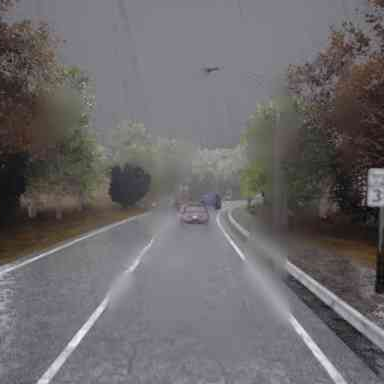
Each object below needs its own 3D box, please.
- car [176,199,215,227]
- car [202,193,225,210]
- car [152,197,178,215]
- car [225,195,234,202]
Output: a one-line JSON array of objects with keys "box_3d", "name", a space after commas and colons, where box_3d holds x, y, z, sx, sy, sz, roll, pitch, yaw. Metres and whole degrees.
[{"box_3d": [0.260, 1.485, 22.370, 2.033, 1.411, 5.357, 0, 1, 1], "name": "car"}, {"box_3d": [2.523, 1.190, 42.930, 2.150, 2.045, 5.566, 1, 0, 11], "name": "car"}, {"box_3d": [-2.555, 1.282, 33.614, 2.097, 1.767, 4.553, 1, 0, 7], "name": "car"}, {"box_3d": [7.829, 1.443, 72.605, 1.994, 1.385, 4.181, 2, 0, 22], "name": "car"}]
